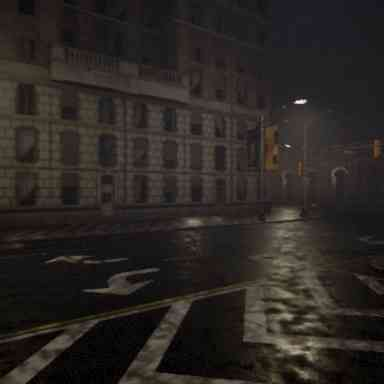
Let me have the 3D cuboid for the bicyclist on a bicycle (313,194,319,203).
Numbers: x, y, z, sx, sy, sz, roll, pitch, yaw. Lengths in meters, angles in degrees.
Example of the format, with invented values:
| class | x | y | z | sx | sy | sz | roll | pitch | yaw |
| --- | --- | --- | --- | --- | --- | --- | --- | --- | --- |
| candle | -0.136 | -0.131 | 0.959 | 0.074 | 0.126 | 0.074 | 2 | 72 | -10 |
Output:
| class | x | y | z | sx | sy | sz | roll | pitch | yaw |
| --- | --- | --- | --- | --- | --- | --- | --- | --- | --- |
| bicyclist on a bicycle | 22.480 | 1.134 | 60.263 | 1.656 | 1.620 | 0.582 | -1 | 0 | -35 |
